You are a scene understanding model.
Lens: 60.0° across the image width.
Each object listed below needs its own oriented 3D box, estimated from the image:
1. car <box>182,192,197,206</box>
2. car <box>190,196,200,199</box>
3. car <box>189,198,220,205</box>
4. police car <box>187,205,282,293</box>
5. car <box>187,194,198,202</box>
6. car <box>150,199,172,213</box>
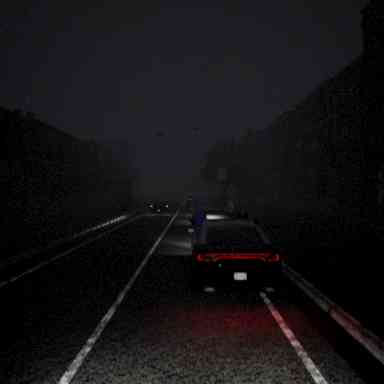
[{"bbox_3d":[0.099,1.125,45.989,2.128,1.511,4.902,0,1,0],"label":"car"},{"bbox_3d":[0.946,1.307,24.732,1.882,1.535,5.008,0,0,0],"label":"car"},{"bbox_3d":[0.935,1.348,18.731,1.882,1.535,5.008,0,0,0],"label":"car"},{"bbox_3d":[0.917,1.364,8.841,1.930,1.638,5.238,0,0,0],"label":"police car"},{"bbox_3d":[0.110,1.035,59.600,1.895,1.301,4.718,0,1,0],"label":"car"},{"bbox_3d":[-3.038,1.368,32.874,1.895,1.301,4.718,0,0,0],"label":"car"}]
